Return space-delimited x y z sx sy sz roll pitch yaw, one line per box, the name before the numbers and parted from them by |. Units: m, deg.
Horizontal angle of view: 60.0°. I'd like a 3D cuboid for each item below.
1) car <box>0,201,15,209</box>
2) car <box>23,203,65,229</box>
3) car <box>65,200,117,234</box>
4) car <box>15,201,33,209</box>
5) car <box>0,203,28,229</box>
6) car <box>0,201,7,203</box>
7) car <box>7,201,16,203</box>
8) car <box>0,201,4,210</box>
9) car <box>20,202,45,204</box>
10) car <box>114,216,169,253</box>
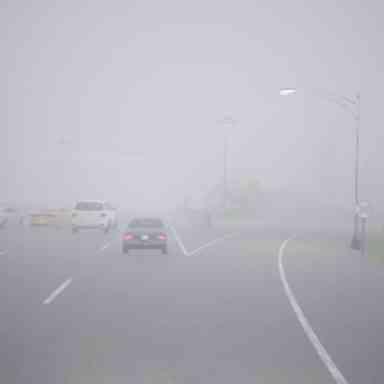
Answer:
car | -39.370 2.712 70.109 1.837 1.490 4.892 1 -2 -6
car | -9.965 1.778 23.878 1.882 1.535 5.008 2 -1 -6
car | -6.218 1.553 21.607 2.150 2.045 5.566 1 -1 -6
car | -35.975 2.830 71.314 1.837 1.490 4.892 1 -2 -6
car | -13.424 1.726 23.294 1.812 1.442 4.674 2 -1 -6
car | -26.058 1.904 42.339 1.882 1.535 5.008 1 -2 -5
car | -30.923 2.305 55.995 1.837 1.490 4.892 1 -2 -5
car | -34.517 2.272 56.930 2.128 1.511 4.902 1 -2 -6
car | -27.548 2.451 57.435 1.812 1.442 4.674 1 -2 -5
car | -2.022 1.804 14.919 2.033 1.411 5.357 1 -1 -6
